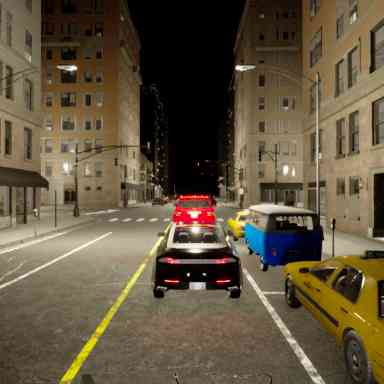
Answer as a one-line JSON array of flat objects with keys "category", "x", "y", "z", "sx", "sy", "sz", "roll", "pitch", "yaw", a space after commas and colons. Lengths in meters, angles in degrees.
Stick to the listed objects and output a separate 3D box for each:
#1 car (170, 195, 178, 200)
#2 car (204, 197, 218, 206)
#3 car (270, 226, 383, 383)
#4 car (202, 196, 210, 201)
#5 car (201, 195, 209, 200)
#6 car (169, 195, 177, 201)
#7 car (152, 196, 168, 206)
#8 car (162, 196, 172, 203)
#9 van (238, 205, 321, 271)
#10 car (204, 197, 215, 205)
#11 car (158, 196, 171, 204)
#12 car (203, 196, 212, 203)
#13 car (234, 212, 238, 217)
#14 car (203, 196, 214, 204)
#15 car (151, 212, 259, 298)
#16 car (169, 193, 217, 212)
[{"category": "car", "x": -4.954, "y": 1.562, "z": 92.696, "sx": 1.947, "sy": 1.339, "sz": 4.313, "roll": 1, "pitch": 0, "yaw": 1}, {"category": "car", "x": 3.040, "y": 1.569, "z": 53.882, "sx": 1.947, "sy": 1.339, "sz": 4.313, "roll": 1, "pitch": 0, "yaw": 1}, {"category": "car", "x": 2.680, "y": 1.526, "z": 5.041, "sx": 1.752, "sy": 1.417, "sz": 4.829, "roll": 1, "pitch": 0, "yaw": 0}, {"category": "car", "x": 3.419, "y": 1.564, "z": 81.533, "sx": 1.947, "sy": 1.339, "sz": 4.313, "roll": 1, "pitch": 0, "yaw": 1}, {"category": "car", "x": 3.571, "y": 1.546, "z": 92.593, "sx": 2.008, "sy": 1.369, "sz": 4.403, "roll": 1, "pitch": 0, "yaw": 1}, {"category": "car", "x": -5.032, "y": 1.523, "z": 86.997, "sx": 1.752, "sy": 1.417, "sz": 4.829, "roll": 1, "pitch": 0, "yaw": 1}, {"category": "car", "x": -5.485, "y": 1.586, "z": 53.995, "sx": 1.802, "sy": 1.307, "sz": 4.206, "roll": 1, "pitch": 0, "yaw": 1}, {"category": "car", "x": -5.257, "y": 1.547, "z": 70.581, "sx": 1.887, "sy": 1.381, "sz": 4.507, "roll": 1, "pitch": 0, "yaw": 1}, {"category": "van", "x": 2.687, "y": 1.342, "z": 10.545, "sx": 1.690, "sy": 1.788, "sz": 3.998, "roll": 1, "pitch": 0, "yaw": 0}, {"category": "car", "x": 3.116, "y": 1.547, "z": 59.412, "sx": 1.887, "sy": 1.381, "sz": 4.507, "roll": 1, "pitch": 0, "yaw": 1}, {"category": "car", "x": -5.333, "y": 1.554, "z": 65.052, "sx": 2.008, "sy": 1.369, "sz": 4.403, "roll": 1, "pitch": 0, "yaw": 1}, {"category": "car", "x": 3.268, "y": 1.545, "z": 70.472, "sx": 1.887, "sy": 1.381, "sz": 4.507, "roll": 1, "pitch": 0, "yaw": 1}, {"category": "car", "x": 2.691, "y": 1.527, "z": 16.388, "sx": 1.752, "sy": 1.417, "sz": 4.829, "roll": 1, "pitch": 0, "yaw": 0}, {"category": "car", "x": 3.192, "y": 1.552, "z": 64.942, "sx": 2.008, "sy": 1.369, "sz": 4.403, "roll": 1, "pitch": 0, "yaw": 1}, {"category": "car", "x": 0.106, "y": 1.493, "z": 8.474, "sx": 2.128, "sy": 1.511, "sz": 4.902, "roll": 0, "pitch": 0, "yaw": 0}, {"category": "car", "x": 0.117, "y": 1.225, "z": 18.660, "sx": 2.150, "sy": 2.045, "sz": 5.566, "roll": 0, "pitch": 0, "yaw": 0}]
